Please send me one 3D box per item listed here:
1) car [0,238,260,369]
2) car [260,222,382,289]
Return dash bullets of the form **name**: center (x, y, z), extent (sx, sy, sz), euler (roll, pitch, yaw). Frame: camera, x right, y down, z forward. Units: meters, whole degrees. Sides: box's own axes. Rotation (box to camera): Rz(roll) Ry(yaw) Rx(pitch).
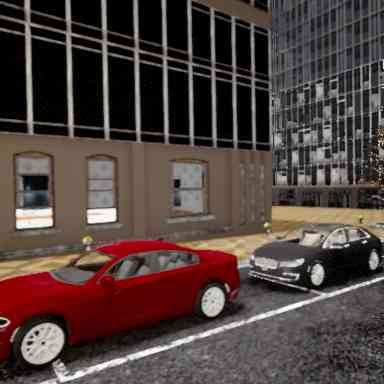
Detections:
- **car**: center (-1.169, 1.542, 5.702), extent (4.507, 1.381, 1.887), euler (0, -1, -35)
- **car**: center (3.471, 1.539, 9.008), extent (4.403, 1.369, 2.008), euler (0, -1, -35)
